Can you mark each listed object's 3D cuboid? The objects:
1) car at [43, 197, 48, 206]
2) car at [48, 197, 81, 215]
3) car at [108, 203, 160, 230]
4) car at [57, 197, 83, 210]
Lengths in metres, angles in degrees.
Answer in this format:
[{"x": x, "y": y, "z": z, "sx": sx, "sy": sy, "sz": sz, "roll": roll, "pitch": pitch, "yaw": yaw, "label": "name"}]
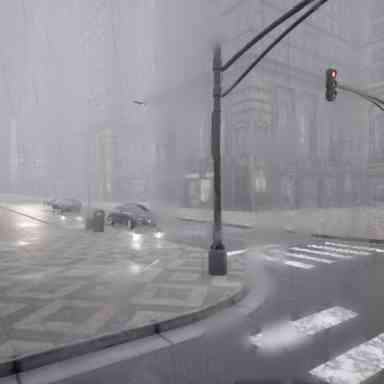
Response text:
[{"x": -21.957, "y": 1.444, "z": 52.133, "sx": 1.812, "sy": 1.442, "sz": 4.674, "roll": 0, "pitch": 0, "yaw": -35, "label": "car"}, {"x": -13.009, "y": 1.447, "z": 34.265, "sx": 1.882, "sy": 1.535, "sz": 5.008, "roll": 0, "pitch": 0, "yaw": -35, "label": "car"}, {"x": -3.869, "y": 1.497, "z": 21.428, "sx": 1.837, "sy": 1.490, "sz": 4.892, "roll": 0, "pitch": 0, "yaw": -35, "label": "car"}, {"x": -16.317, "y": 1.487, "z": 44.318, "sx": 2.033, "sy": 1.411, "sz": 5.357, "roll": 0, "pitch": 0, "yaw": -35, "label": "car"}]
